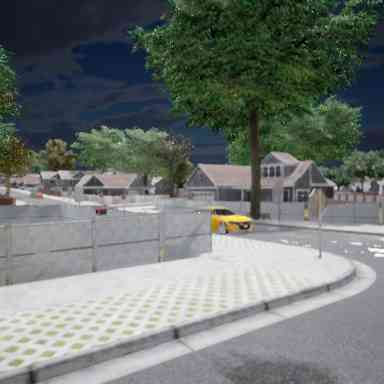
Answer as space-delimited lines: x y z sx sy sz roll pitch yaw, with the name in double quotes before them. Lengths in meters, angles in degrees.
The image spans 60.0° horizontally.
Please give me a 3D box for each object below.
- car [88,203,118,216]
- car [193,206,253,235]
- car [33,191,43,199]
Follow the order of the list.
"car" -9.825 1.929 36.674 1.895 1.301 4.718 -1 0 -35
"car" 1.528 1.647 20.387 1.882 1.535 5.008 -1 0 -35
"car" -38.237 0.603 81.962 2.097 1.767 4.553 -1 2 -35
